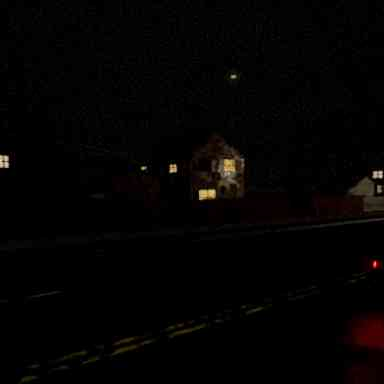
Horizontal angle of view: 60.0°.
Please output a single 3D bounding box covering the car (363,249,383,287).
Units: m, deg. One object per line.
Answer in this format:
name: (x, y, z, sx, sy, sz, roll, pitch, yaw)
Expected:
car: (6.091, 1.551, 7.782, 4.718, 1.301, 1.895, 0, 0, -35)
